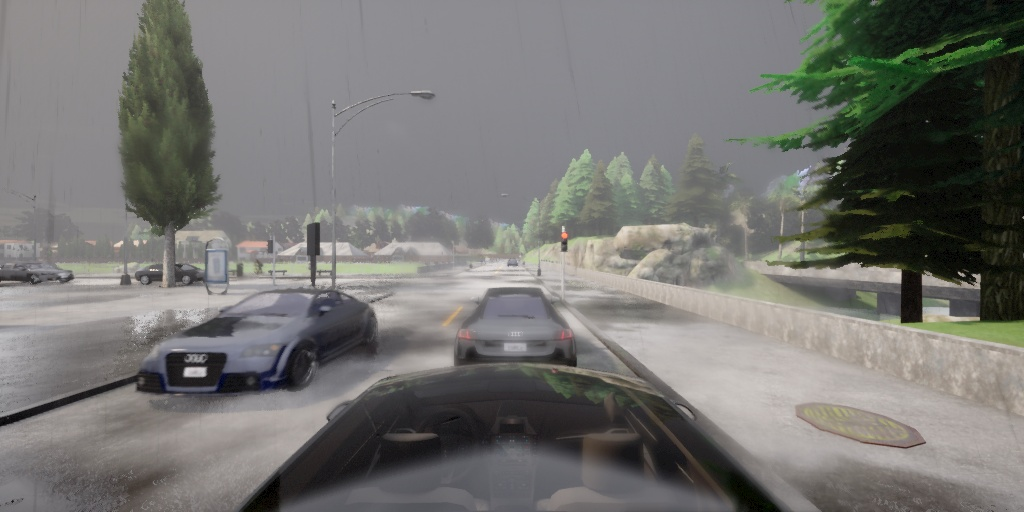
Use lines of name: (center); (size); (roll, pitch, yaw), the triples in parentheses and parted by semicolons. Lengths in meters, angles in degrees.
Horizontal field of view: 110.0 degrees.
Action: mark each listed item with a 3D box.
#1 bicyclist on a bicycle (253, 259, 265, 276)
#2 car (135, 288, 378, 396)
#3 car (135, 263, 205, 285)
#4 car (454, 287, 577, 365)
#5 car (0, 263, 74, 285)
bicyclist on a bicycle: (-24.099, 1.099, 34.120); (0.582, 1.620, 1.656); (0, 0, 0)
car: (-4.090, 1.314, 6.625); (1.994, 1.385, 4.181); (0, 0, 0)
car: (-24.023, 1.255, 25.722); (4.892, 1.490, 1.837); (0, 0, 0)
car: (0.064, 1.314, 7.295); (1.994, 1.385, 4.181); (0, 0, 0)
car: (-34.556, 1.242, 25.726); (4.902, 1.511, 2.128); (0, 0, 0)
